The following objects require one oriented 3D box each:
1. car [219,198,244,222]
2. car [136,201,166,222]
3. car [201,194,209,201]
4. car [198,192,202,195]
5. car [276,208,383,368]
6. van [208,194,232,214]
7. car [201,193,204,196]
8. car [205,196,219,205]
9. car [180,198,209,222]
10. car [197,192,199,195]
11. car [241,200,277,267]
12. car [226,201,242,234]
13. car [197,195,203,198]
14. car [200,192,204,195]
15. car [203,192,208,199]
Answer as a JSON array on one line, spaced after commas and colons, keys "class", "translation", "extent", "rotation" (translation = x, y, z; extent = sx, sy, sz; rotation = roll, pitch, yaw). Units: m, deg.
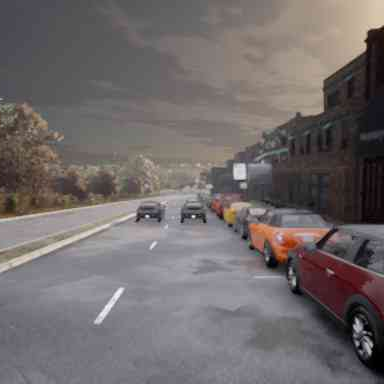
[{"class": "car", "translation": [3.231, 1.443, 22.520], "extent": [2.097, 1.535, 5.008], "rotation": [0, 0, 0]}, {"class": "car", "translation": [-3.142, 1.462, 25.810], "extent": [1.837, 1.490, 4.892], "rotation": [0, 0, 0]}, {"class": "car", "translation": [3.246, 1.342, 83.364], "extent": [1.946, 1.575, 5.366], "rotation": [0, 0, 0]}, {"class": "car", "translation": [3.247, 1.229, 77.621], "extent": [2.185, 1.767, 4.553], "rotation": [0, 0, 0]}, {"class": "car", "translation": [3.226, 1.345, 5.918], "extent": [2.185, 1.767, 4.553], "rotation": [0, 0, 0]}, {"class": "van", "translation": [3.236, 1.190, 39.217], "extent": [1.878, 1.987, 4.442], "rotation": [0, 0, 0]}, {"class": "car", "translation": [3.241, 1.382, 61.069], "extent": [2.231, 1.521, 4.892], "rotation": [0, 0, 0]}, {"class": "car", "translation": [3.240, 1.430, 55.549], "extent": [2.002, 1.452, 4.674], "rotation": [0, 0, 0]}, {"class": "car", "translation": [0.107, 1.462, 25.550], "extent": [1.837, 1.490, 4.892], "rotation": [0, 0, 0]}, {"class": "car", "translation": [3.238, 1.328, 94.221], "extent": [2.231, 1.521, 4.892], "rotation": [0, 0, 0]}, {"class": "car", "translation": [3.228, 1.336, 11.444], "extent": [2.185, 1.767, 4.553], "rotation": [0, 0, 0]}, {"class": "car", "translation": [3.230, 1.453, 16.994], "extent": [2.231, 1.521, 4.892], "rotation": [0, 0, 0]}, {"class": "car", "translation": [0.112, 1.456, 42.906], "extent": [1.812, 1.442, 4.674], "rotation": [0, 0, 0]}, {"class": "car", "translation": [3.243, 1.360, 72.311], "extent": [1.946, 1.575, 5.366], "rotation": [0, 0, 0]}, {"class": "car", "translation": [3.238, 1.273, 50.119], "extent": [2.185, 1.767, 4.553], "rotation": [0, 0, 0]}]
